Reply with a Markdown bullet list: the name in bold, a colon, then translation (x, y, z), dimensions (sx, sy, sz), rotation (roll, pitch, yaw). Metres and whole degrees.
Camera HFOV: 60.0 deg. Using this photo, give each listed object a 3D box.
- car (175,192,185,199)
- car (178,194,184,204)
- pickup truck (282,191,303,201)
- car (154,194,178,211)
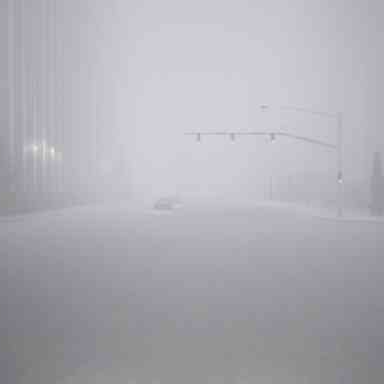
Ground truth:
- **car**: translation (-2.427, 0.644, 67.419), dimensions (1.895, 1.301, 4.718), rotation (0, 0, 1)
- **car**: translation (-2.729, 1.166, 52.117), dimensions (1.895, 1.301, 4.718), rotation (0, 1, 1)
- **pickup truck**: translation (17.554, 0.507, 58.240), dimensions (2.390, 2.098, 6.274), rotation (0, 1, 31)
- **car**: translation (-2.998, 1.245, 36.462), dimensions (2.033, 1.411, 5.357), rotation (0, 1, 1)
